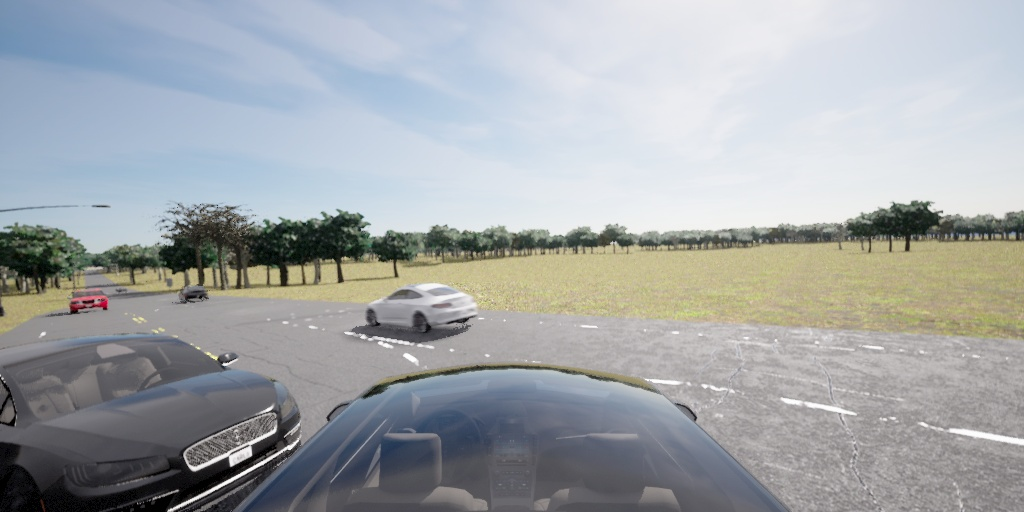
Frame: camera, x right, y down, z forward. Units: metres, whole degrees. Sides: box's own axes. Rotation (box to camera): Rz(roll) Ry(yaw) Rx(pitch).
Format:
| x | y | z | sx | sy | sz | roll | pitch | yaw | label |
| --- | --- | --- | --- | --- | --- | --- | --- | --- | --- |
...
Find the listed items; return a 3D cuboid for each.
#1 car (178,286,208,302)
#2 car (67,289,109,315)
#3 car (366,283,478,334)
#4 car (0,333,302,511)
| x | y | z | sx | sy | sz | roll | pitch | yaw | label |
| --- | --- | --- | --- | --- | --- | --- | --- | --- | --- |
| -33.626 | 3.982 | 37.802 | 4.892 | 1.490 | 1.837 | -4 | 0 | 40 | car |
| -38.261 | 4.042 | 32.420 | 5.566 | 2.045 | 2.150 | -4 | 1 | 40 | car |
| -3.203 | 1.686 | 12.290 | 4.674 | 1.442 | 1.812 | -4 | 0 | 40 | car |
| -4.628 | 1.676 | 3.932 | 4.892 | 1.490 | 1.837 | -5 | -2 | 20 | car |
